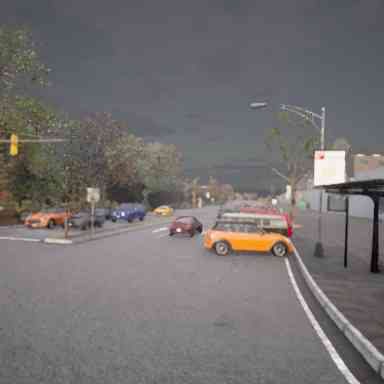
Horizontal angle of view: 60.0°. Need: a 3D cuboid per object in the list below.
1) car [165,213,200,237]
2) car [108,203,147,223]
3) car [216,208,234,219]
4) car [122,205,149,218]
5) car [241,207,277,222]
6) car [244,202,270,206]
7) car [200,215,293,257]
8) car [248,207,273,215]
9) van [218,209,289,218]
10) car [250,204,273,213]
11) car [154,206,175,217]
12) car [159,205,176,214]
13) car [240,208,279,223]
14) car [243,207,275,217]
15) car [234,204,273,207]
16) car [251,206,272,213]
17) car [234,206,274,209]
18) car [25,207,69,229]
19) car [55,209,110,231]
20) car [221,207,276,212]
[{"bbox_3d":[-0.405,2.590,25.695,1.812,1.442,4.674,2,-1,13],"label":"car"},{"bbox_3d":[-6.971,2.264,36.823,2.150,2.045,5.566,2,-1,12],"label":"car"},{"bbox_3d":[5.074,3.226,50.812,2.128,1.511,4.902,2,-1,12],"label":"car"},{"bbox_3d":[-7.852,2.681,46.903,1.882,1.535,5.008,2,-1,12],"label":"car"},{"bbox_3d":[9.448,3.170,47.179,4.553,1.767,2.185,3,-1,-8],"label":"car"},{"bbox_3d":[10.779,3.218,53.058,5.566,2.045,2.435,3,-1,-8],"label":"car"},{"bbox_3d":[2.986,2.399,17.843,4.553,1.767,2.185,3,-1,-7],"label":"car"},{"bbox_3d":[15.163,4.135,73.566,5.008,1.535,2.097,3,-2,-8],"label":"car"},{"bbox_3d":[3.592,2.372,20.761,4.442,1.987,1.878,3,-1,-7],"label":"van"},{"bbox_3d":[18.375,4.335,88.243,5.566,2.045,2.435,3,-1,-8],"label":"car"},{"bbox_3d":[-4.186,2.863,49.665,1.882,1.535,5.008,2,-1,12],"label":"car"},{"bbox_3d":[-4.492,3.244,62.125,1.994,1.385,4.181,2,-1,12],"label":"car"},{"bbox_3d":[8.879,3.093,44.248,4.553,1.767,2.185,3,-1,-8],"label":"car"},{"bbox_3d":[12.455,3.729,61.807,5.366,1.575,1.946,3,-1,-8],"label":"car"},{"bbox_3d":[6.979,2.734,35.459,5.566,2.045,2.435,3,-1,-8],"label":"car"},{"bbox_3d":[17.730,4.534,85.307,4.792,1.488,2.163,3,-1,-8],"label":"car"},{"bbox_3d":[5.054,2.506,26.656,5.566,2.045,2.435,3,-1,-8],"label":"car"},{"bbox_3d":[-11.930,2.067,28.288,2.097,1.767,4.553,2,-1,13],"label":"car"},{"bbox_3d":[-8.998,2.369,27.684,1.994,1.385,4.181,2,-1,13],"label":"car"},{"bbox_3d":[4.344,2.427,23.704,5.566,2.045,2.435,3,-1,-7],"label":"car"}]
